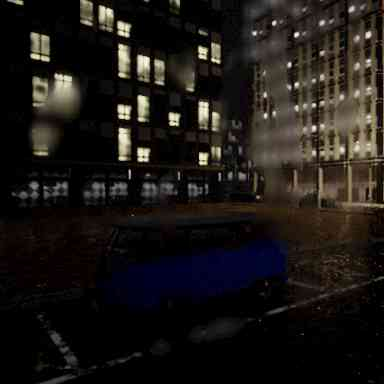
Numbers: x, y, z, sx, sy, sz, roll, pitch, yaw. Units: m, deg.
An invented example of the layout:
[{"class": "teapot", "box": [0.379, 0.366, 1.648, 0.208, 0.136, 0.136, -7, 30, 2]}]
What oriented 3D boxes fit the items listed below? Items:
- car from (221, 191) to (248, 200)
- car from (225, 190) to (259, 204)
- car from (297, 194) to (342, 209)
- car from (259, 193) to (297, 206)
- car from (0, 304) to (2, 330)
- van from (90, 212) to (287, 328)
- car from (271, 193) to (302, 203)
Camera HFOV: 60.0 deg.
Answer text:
[{"class": "car", "box": [7.423, 0.556, 58.517, 1.752, 1.417, 4.829, 1, 1, -36]}, {"class": "car", "box": [7.247, 0.609, 44.380, 2.192, 1.841, 5.009, 1, 0, -36]}, {"class": "car", "box": [13.738, 0.948, 35.319, 1.967, 1.590, 4.097, 1, 0, -36]}, {"class": "car", "box": [10.487, 0.983, 39.851, 1.802, 1.307, 4.206, 1, 0, -36]}, {"class": "car", "box": [-4.472, 1.558, 3.371, 4.403, 1.369, 2.008, 0, 0, -35]}, {"class": "van", "box": [0.127, 1.326, 6.650, 3.998, 1.788, 1.690, 0, 0, -35]}, {"class": "car", "box": [14.017, 0.830, 49.313, 1.802, 1.307, 4.206, 1, 1, -36]}]
